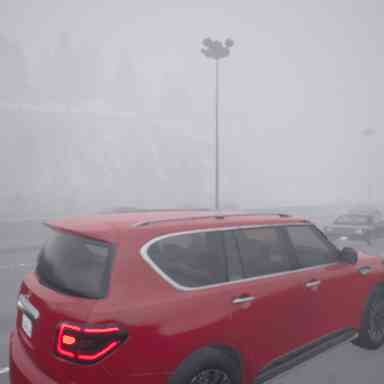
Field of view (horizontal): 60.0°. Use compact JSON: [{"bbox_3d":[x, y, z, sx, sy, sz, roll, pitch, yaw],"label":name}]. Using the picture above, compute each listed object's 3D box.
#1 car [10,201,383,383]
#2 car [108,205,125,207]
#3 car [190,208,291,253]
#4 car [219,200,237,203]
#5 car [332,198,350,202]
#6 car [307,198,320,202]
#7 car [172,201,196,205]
[{"bbox_3d":[0.672,1.261,4.563,5.566,2.045,2.150,0,0,-38],"label":"car"},{"bbox_3d":[-5.293,1.695,22.600,4.892,1.490,1.837,0,0,-43],"label":"car"},{"bbox_3d":[2.396,1.605,15.309,5.008,1.535,1.882,0,0,-43],"label":"car"},{"bbox_3d":[4.472,1.854,43.703,2.128,1.511,4.902,0,-1,41],"label":"car"},{"bbox_3d":[26.670,1.995,58.274,1.812,1.442,4.674,0,-1,42],"label":"car"},{"bbox_3d":[27.135,2.127,74.688,1.812,1.442,4.674,0,-1,41],"label":"car"},{"bbox_3d":[-0.789,1.871,32.429,1.895,1.301,4.718,0,-1,41],"label":"car"}]
